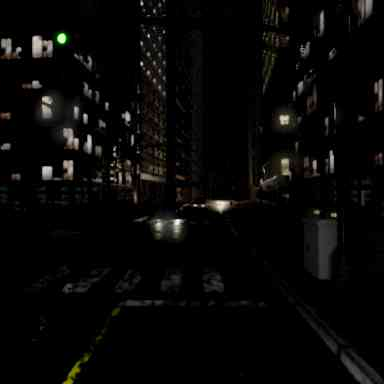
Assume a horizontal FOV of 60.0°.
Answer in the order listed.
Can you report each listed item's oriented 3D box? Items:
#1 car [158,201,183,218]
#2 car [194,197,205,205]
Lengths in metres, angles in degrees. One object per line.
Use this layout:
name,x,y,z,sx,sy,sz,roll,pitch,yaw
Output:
car,-1.944,1.607,31.374,1.882,1.535,5.008,0,1,4
car,1.563,1.705,65.980,1.882,1.535,5.008,0,0,8
